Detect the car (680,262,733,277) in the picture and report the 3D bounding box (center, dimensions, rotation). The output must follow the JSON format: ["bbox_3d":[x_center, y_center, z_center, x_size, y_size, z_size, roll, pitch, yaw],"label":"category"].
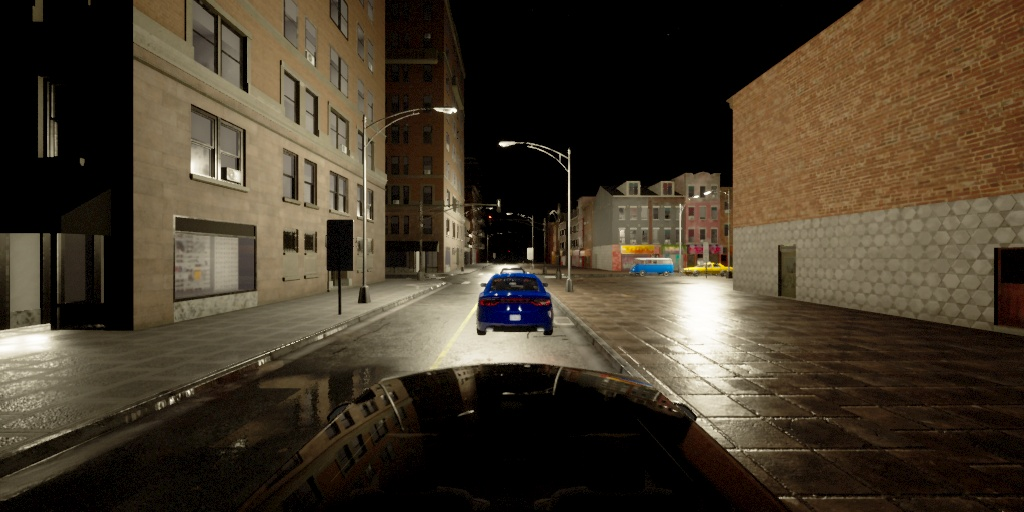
[{"bbox_3d":[19.060,1.267,35.056,4.829,1.417,1.751,0,0,0],"label":"car"}]

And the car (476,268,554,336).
[{"bbox_3d":[0.069,1.227,10.488,1.882,1.535,5.008,0,0,0],"label":"car"}]

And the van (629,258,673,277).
[{"bbox_3d":[13.618,1.087,35.044,3.998,1.789,1.690,0,0,0],"label":"van"}]
